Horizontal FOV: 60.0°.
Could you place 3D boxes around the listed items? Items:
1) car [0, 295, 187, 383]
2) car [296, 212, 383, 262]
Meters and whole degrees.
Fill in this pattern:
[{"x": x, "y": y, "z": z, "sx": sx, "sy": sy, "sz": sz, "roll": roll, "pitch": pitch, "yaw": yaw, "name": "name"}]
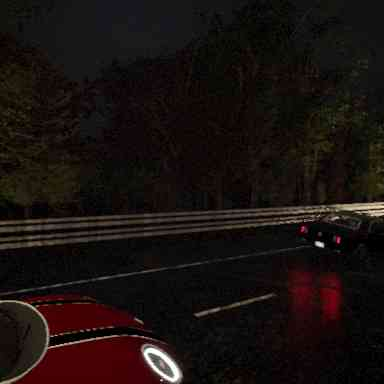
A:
[{"x": -2.223, "y": 1.360, "z": 2.191, "sx": 4.553, "sy": 1.767, "sz": 2.097, "roll": 0, "pitch": 0, "yaw": -35, "name": "car"}, {"x": 5.983, "y": 1.434, "z": 11.918, "sx": 4.718, "sy": 1.301, "sz": 1.895, "roll": 1, "pitch": 8, "yaw": -34, "name": "car"}]
